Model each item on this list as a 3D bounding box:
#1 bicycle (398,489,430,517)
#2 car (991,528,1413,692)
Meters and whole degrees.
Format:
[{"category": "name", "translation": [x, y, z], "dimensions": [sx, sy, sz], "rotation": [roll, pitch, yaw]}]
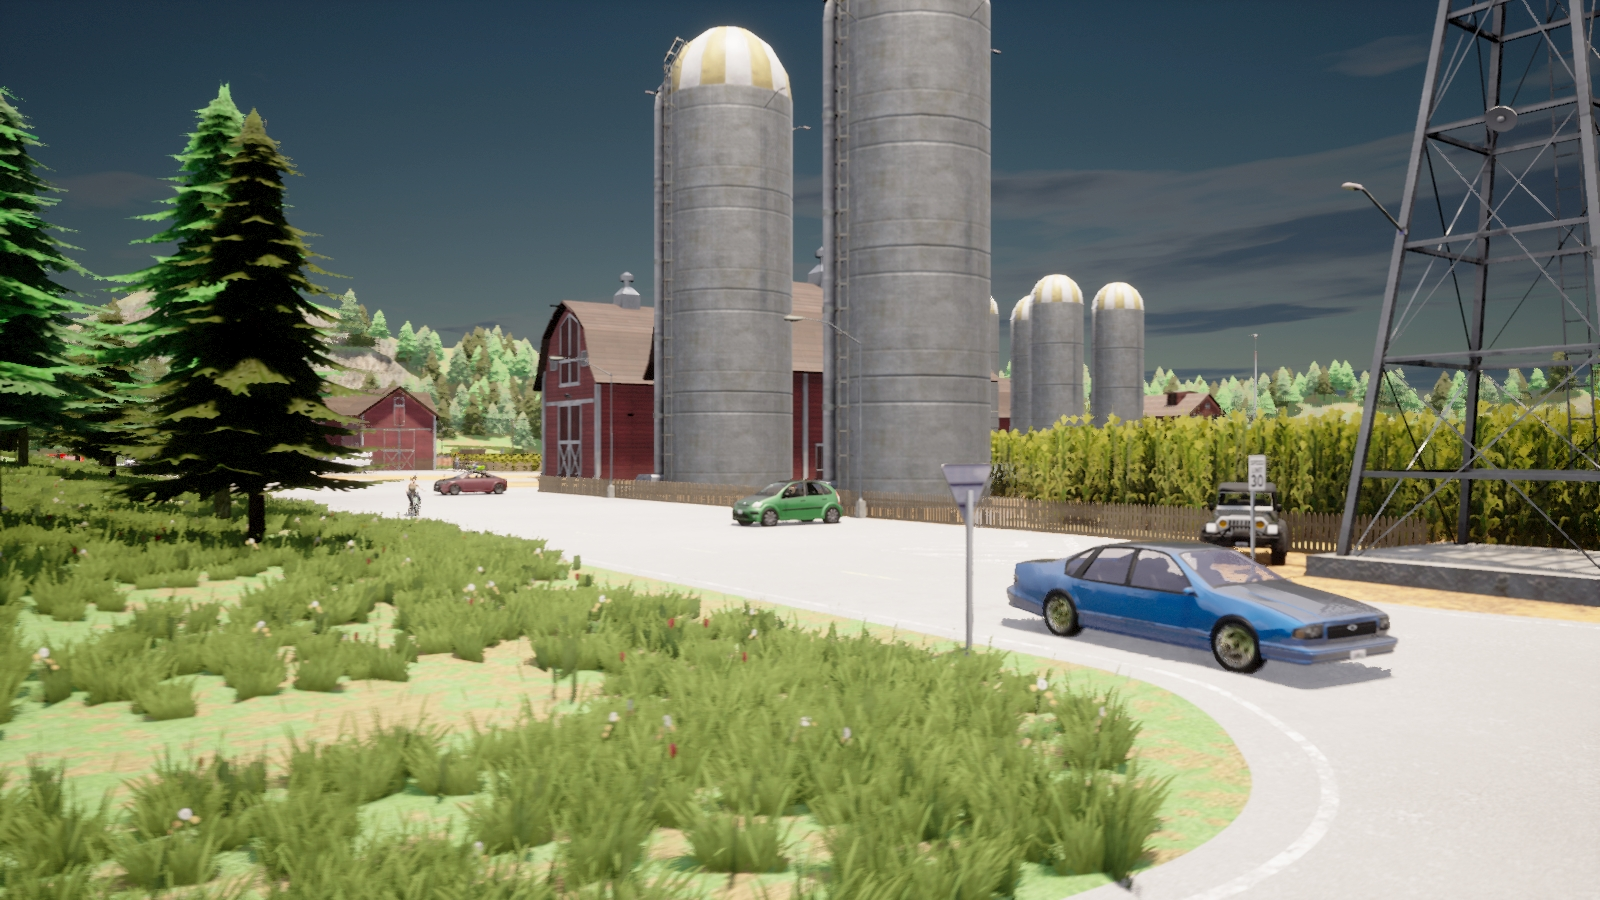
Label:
[{"category": "bicycle", "translation": [-15.500, 2.117, 45.897], "dimensions": [0.859, 1.080, 1.487], "rotation": [0, 0, -34]}, {"category": "car", "translation": [5.124, 1.971, 15.516], "dimensions": [2.033, 1.411, 5.357], "rotation": [0, 0, -30]}]
